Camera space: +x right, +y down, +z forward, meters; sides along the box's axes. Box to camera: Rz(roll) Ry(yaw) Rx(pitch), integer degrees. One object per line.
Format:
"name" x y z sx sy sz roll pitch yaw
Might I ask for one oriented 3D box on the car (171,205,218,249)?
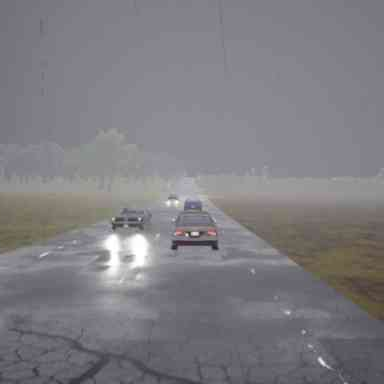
"car" 0.101 1.514 14.298 2.033 1.411 5.357 0 0 0

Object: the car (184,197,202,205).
"car" 0.103 1.301 36.453 1.882 1.535 5.008 0 1 0

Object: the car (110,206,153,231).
"car" -3.598 1.548 20.400 1.895 1.301 4.718 0 0 0

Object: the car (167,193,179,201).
"car" -3.515 0.900 62.085 1.895 1.301 4.718 0 2 1
